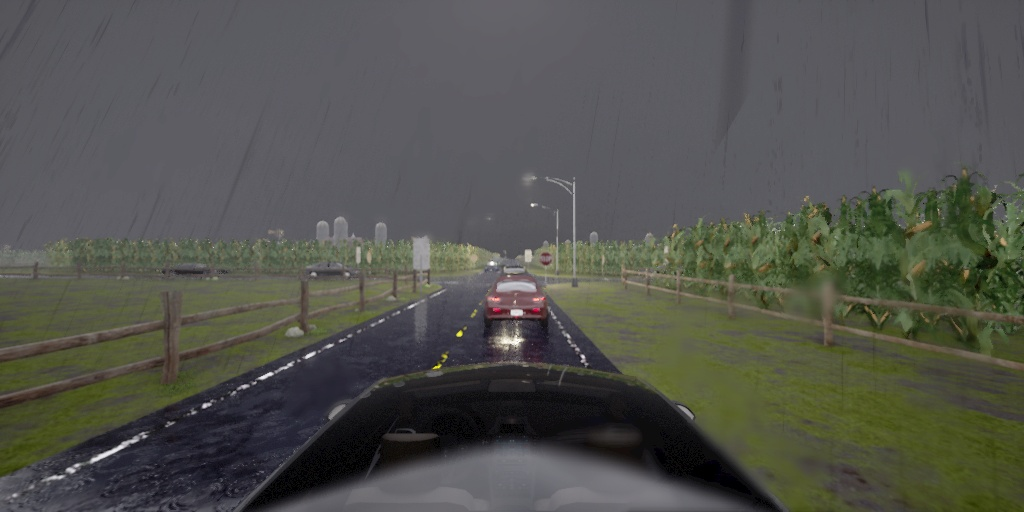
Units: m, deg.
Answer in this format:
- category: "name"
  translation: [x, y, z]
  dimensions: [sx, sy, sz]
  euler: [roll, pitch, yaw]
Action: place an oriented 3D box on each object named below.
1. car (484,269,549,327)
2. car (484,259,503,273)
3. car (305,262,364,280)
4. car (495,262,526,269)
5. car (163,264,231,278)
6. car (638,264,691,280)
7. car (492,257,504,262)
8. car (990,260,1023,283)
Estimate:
- category: "car"
  translation: [0.127, 1.321, 11.625]
  dimensions: [1.812, 1.442, 4.674]
  euler: [0, 0, 0]
- category: "car"
  translation: [-2.704, 1.491, 49.010]
  dimensions: [2.033, 1.411, 5.357]
  euler: [0, 0, 0]
- category: "car"
  translation: [-15.578, 1.283, 31.597]
  dimensions: [4.892, 1.490, 1.837]
  euler: [0, -1, 1]
- category: "car"
  translation: [0.155, 1.344, 22.006]
  dimensions: [1.837, 1.490, 4.892]
  euler: [0, 0, 0]
- category: "car"
  translation: [-27.801, 1.313, 31.754]
  dimensions: [4.718, 1.301, 1.895]
  euler: [0, -1, 1]
- category: "car"
  translation: [14.547, 1.513, 34.160]
  dimensions: [4.892, 1.490, 1.837]
  euler: [0, -1, 1]
- category: "car"
  translation: [-2.625, 1.219, 63.588]
  dimensions: [2.150, 2.045, 5.566]
  euler: [0, 0, 1]
- category: "car"
  translation: [49.074, 1.469, 33.619]
  dimensions: [5.566, 2.045, 2.150]
  euler: [1, -1, 1]
